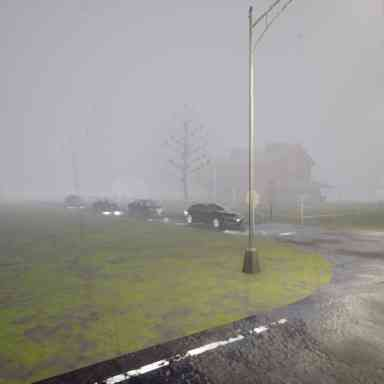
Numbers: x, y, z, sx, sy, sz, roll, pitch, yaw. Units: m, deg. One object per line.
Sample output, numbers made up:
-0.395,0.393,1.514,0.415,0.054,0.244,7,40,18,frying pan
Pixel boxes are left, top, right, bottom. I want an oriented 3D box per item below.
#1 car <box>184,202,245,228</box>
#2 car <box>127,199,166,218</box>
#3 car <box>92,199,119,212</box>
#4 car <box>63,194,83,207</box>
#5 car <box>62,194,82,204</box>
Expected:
1.371,1.459,21.885,1.837,1.490,4.892,0,0,-35,car
-4.117,1.419,29.678,2.128,1.511,4.902,0,0,-35,car
-9.898,1.466,37.883,1.994,1.385,4.181,0,0,-36,car
-17.389,1.396,48.646,1.812,1.442,4.674,0,0,-35,car
-21.460,1.190,59.395,2.097,1.767,4.553,0,0,-35,car
